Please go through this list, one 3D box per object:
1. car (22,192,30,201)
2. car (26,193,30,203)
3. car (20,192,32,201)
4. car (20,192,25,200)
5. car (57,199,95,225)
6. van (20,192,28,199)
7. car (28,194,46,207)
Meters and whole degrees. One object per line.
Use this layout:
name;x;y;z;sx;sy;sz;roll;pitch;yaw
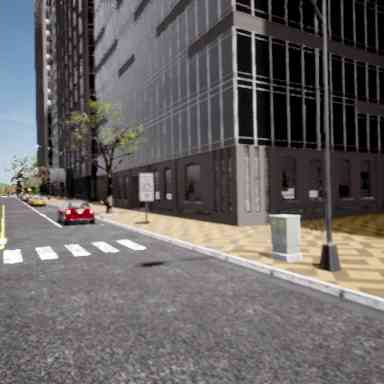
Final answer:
car;-29.615;1.240;61.205;1.887;1.381;4.507;0;0;-29
car;-24.284;1.256;51.698;1.752;1.417;4.829;0;0;-29
car;-37.738;0.956;75.686;2.192;1.841;5.009;0;0;-29
car;-35.113;1.184;71.008;1.752;1.417;4.829;0;0;-29
car;-7.957;1.280;22.584;1.967;1.590;4.097;0;0;-29
van;-43.152;0.946;85.341;1.690;1.788;3.998;0;0;-29
car;-21.577;1.274;46.871;1.752;1.417;4.829;0;0;-29
